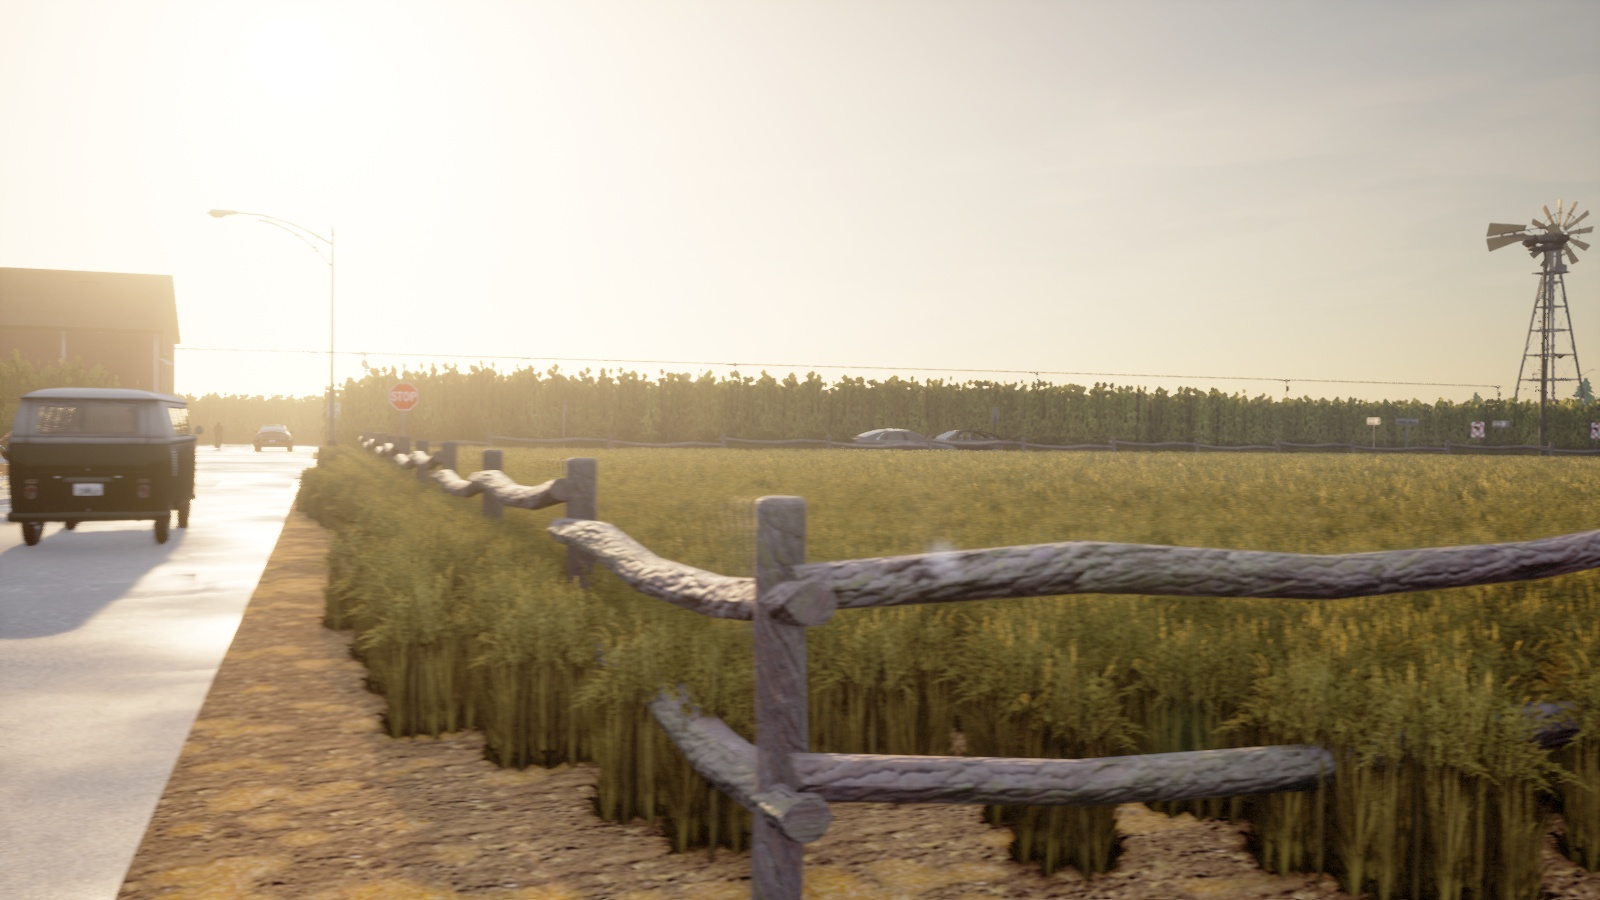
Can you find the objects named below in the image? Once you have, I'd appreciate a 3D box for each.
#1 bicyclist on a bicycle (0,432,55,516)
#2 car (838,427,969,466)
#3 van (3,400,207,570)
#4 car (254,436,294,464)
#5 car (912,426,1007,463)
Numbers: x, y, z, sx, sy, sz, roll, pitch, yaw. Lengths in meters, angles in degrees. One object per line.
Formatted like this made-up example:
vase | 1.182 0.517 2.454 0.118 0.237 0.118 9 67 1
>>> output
bicyclist on a bicycle | -15.633 0.457 25.215 0.866 1.612 1.509 -1 1 -20
car | 4.150 -0.145 50.270 4.892 1.490 1.837 -1 1 -20
van | -9.270 0.368 17.103 1.775 1.987 4.442 -1 1 -21
car | -28.460 -0.033 68.007 1.812 1.442 4.674 -1 0 -21
car | 6.929 -0.248 54.611 3.705 1.549 1.789 -1 1 -20
